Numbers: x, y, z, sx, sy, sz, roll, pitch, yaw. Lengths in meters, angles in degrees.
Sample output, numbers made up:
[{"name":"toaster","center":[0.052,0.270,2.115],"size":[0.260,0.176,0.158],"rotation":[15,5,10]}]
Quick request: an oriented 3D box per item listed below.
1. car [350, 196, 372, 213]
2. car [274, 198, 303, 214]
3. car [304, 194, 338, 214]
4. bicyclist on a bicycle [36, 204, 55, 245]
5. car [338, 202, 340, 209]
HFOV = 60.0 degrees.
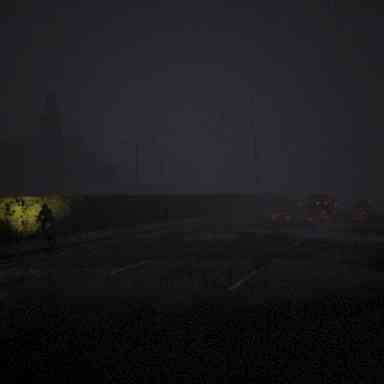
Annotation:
[{"name":"car","center":[19.287,1.505,37.977],"size":[1.837,1.490,4.892],"rotation":[0,0,28]},{"name":"car","center":[10.240,1.478,35.937],"size":[1.882,1.535,5.008],"rotation":[0,0,28]},{"name":"car","center":[13.660,1.221,35.051],"size":[2.150,2.045,5.566],"rotation":[0,0,29]},{"name":"bicyclist on a bicycle","center":[-5.924,1.331,13.485],"size":[1.656,1.620,0.582],"rotation":[1,-1,42]},{"name":"car","center":[18.224,1.601,43.538],"size":[1.895,1.301,4.718],"rotation":[0,0,29]}]
